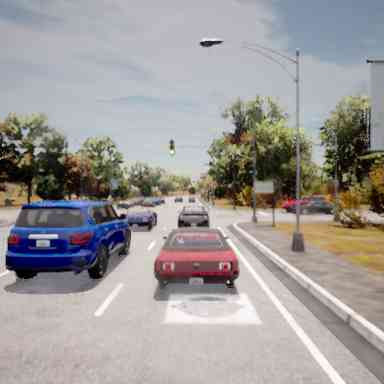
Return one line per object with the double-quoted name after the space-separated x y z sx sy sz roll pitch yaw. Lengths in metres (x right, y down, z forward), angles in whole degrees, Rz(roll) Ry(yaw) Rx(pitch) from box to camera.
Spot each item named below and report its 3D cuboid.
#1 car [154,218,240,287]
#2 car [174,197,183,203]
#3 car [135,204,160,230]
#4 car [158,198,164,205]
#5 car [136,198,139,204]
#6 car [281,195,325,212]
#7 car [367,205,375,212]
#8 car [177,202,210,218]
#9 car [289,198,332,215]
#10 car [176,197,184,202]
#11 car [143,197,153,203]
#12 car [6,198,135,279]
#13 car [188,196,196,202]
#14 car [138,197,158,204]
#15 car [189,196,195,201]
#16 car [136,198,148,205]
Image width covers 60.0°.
0.105 1.649 9.411 1.895 1.301 4.718 0 0 0 "car"
-3.499 1.959 85.403 2.128 1.511 4.902 0 0 0 "car"
-3.401 1.714 22.165 1.895 1.301 4.718 0 0 0 "car"
-7.032 1.800 63.397 1.882 1.535 5.008 0 0 1 "car"
-10.546 1.839 61.735 1.812 1.442 4.674 0 0 0 "car"
13.443 1.421 39.316 5.566 2.045 2.150 0 0 4 "car"
23.148 1.792 38.758 4.718 1.301 1.895 0 0 3 "car"
0.099 1.598 20.909 2.128 1.511 4.902 0 0 0 "car"
13.396 1.687 35.798 4.892 1.490 1.837 0 0 3 "car"
-3.499 2.023 95.172 2.033 1.411 5.357 0 0 0 "car"
-10.500 1.932 80.487 1.812 1.442 4.674 0 0 0 "car"
-3.400 1.275 10.284 2.150 2.045 5.566 0 0 0 "car"
0.000 1.955 83.020 2.033 1.411 5.357 0 0 0 "car"
-7.082 1.801 54.067 1.812 1.442 4.674 0 0 0 "car"
0.000 1.835 93.440 1.882 1.535 5.008 0 0 0 "car"
-10.500 1.911 70.459 1.994 1.385 4.181 0 0 0 "car"
